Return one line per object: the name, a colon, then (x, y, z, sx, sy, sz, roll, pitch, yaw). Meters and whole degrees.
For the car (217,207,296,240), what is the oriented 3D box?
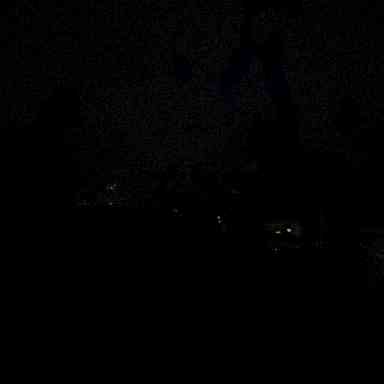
car: (3.311, 1.608, 17.876, 1.837, 1.490, 4.892, 0, 0, -33)

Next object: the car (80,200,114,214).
car: (-11.033, 1.905, 38.485, 1.895, 1.301, 4.718, 0, 0, -35)

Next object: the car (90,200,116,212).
car: (-12.046, 1.855, 44.944, 1.837, 1.490, 4.892, 0, 0, -34)

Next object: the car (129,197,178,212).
car: (-3.316, 1.422, 27.426, 2.150, 2.045, 5.566, 0, -1, -35)

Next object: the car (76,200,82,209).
car: (-18.002, 1.975, 53.368, 2.033, 1.411, 5.357, 0, 0, -35)

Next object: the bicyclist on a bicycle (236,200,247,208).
bicyclist on a bicycle: (4.084, 1.463, 27.084, 1.656, 1.620, 0.582, 0, 0, -35)
